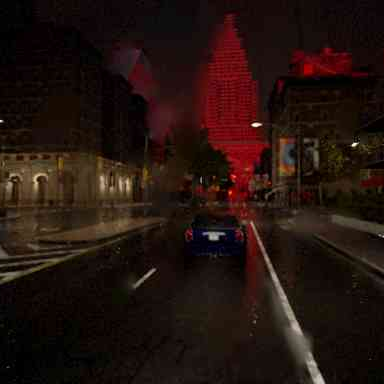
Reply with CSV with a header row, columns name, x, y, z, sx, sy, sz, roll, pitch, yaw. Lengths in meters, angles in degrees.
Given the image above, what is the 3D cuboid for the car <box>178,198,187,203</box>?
name,x,y,z,sx,sy,sz,roll,pitch,yaw
car,-2.551,2.467,93.268,1.895,1.301,4.718,0,-1,8

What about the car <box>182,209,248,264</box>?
name,x,y,z,sx,sy,sz,roll,pitch,yaw
car,0.999,1.470,12.509,2.097,1.767,4.553,0,-1,9

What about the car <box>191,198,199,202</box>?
name,x,y,z,sx,sy,sz,roll,pitch,yaw
car,0.918,2.408,92.800,2.033,1.411,5.357,0,-1,8

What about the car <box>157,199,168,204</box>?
name,x,y,z,sx,sy,sz,roll,pitch,yaw
car,-7.403,2.362,82.367,1.895,1.301,4.718,0,-1,8
